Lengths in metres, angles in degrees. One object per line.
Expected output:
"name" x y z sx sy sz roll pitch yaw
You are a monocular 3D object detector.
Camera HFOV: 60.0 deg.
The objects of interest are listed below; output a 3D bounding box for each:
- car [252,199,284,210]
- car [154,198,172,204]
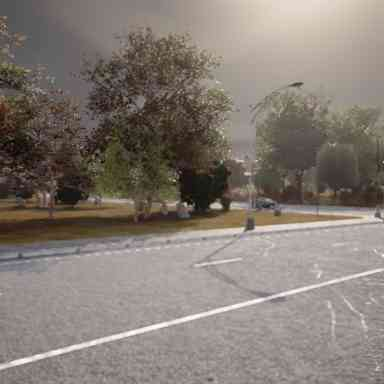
"car" 10.338 1.680 45.459 2.128 1.511 4.902 0 1 -37
"car" -5.757 1.688 66.457 1.837 1.490 4.892 0 0 -37
